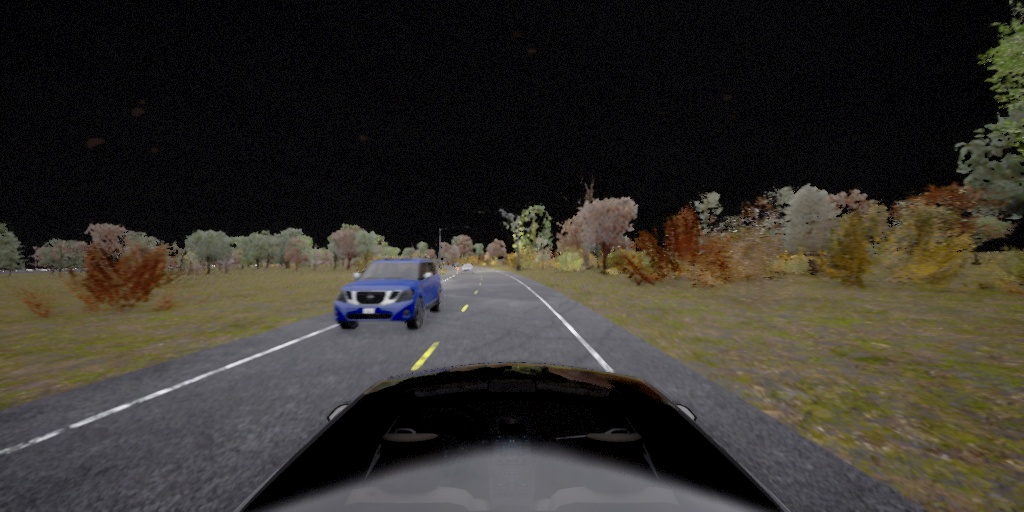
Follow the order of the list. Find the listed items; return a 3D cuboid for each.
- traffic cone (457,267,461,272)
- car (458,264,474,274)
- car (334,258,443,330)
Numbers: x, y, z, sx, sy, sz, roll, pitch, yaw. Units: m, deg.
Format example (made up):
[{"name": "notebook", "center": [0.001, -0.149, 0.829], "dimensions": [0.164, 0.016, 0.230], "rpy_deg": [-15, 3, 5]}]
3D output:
[{"name": "traffic cone", "center": [-8.588, 2.404, 58.764], "dimensions": [0.340, 0.580, 0.340], "rpy_deg": [0, 0, -7]}, {"name": "car", "center": [-6.477, 1.882, 52.319], "dimensions": [1.812, 1.442, 4.674], "rpy_deg": [0, -1, -6]}, {"name": "car", "center": [-3.731, 1.081, 11.944], "dimensions": [2.150, 2.045, 5.566], "rpy_deg": [0, -1, -1]}]
